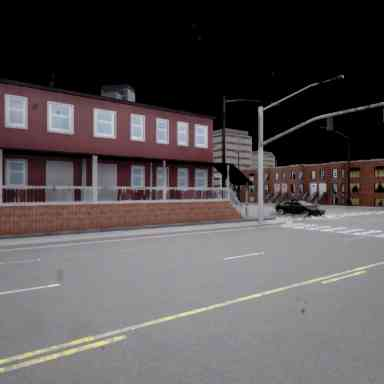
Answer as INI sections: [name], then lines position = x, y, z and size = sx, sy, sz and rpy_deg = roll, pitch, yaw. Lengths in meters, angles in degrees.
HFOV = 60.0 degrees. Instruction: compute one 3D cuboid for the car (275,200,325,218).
[car]
position = 9.923, 1.505, 30.752
size = 1.837, 1.490, 4.892
rpy_deg = 0, 0, -32
